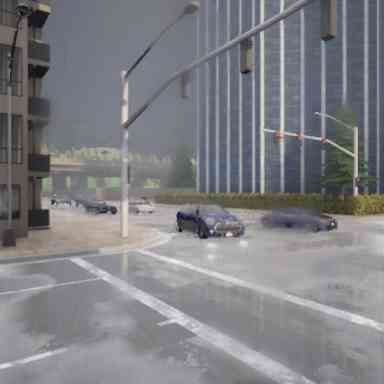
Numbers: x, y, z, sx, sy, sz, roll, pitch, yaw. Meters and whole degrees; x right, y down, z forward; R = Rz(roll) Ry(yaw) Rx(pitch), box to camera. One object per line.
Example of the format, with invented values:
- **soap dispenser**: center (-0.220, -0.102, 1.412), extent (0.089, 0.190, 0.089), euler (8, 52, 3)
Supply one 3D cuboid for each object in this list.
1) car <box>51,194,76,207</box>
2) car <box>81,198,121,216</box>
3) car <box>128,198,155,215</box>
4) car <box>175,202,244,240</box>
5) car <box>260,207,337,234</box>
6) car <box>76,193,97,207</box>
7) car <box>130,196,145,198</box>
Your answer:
- **car**: center (-18.073, 1.000, 45.863), extent (2.097, 1.767, 4.553), euler (0, 0, -35)
- **car**: center (-8.968, 1.592, 32.722), extent (1.895, 1.301, 4.718), euler (0, 0, -35)
- **car**: center (-5.585, 1.589, 33.992), extent (1.895, 1.301, 4.718), euler (0, 0, -35)
- **car**: center (0.788, 1.344, 17.177), extent (2.097, 1.767, 4.553), euler (0, 0, -24)
- **car**: center (6.088, 1.552, 19.228), extent (4.181, 1.385, 1.994), euler (0, 0, 43)
- **car**: center (-15.173, 1.122, 47.824), extent (2.150, 2.045, 5.566), euler (0, 0, -35)
- **car**: center (-7.293, 1.338, 42.853), extent (2.097, 1.767, 4.553), euler (0, 0, -35)
